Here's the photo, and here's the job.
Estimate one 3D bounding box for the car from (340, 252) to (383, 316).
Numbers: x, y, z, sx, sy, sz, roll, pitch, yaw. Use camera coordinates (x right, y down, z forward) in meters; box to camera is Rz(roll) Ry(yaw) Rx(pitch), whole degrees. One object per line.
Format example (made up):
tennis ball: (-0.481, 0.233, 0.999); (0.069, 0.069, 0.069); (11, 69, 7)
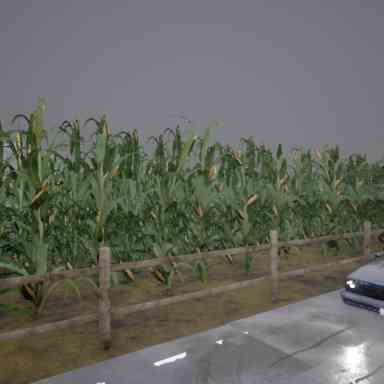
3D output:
car: (5.310, 1.554, 6.857); (5.357, 1.411, 2.033); (0, 0, -35)
